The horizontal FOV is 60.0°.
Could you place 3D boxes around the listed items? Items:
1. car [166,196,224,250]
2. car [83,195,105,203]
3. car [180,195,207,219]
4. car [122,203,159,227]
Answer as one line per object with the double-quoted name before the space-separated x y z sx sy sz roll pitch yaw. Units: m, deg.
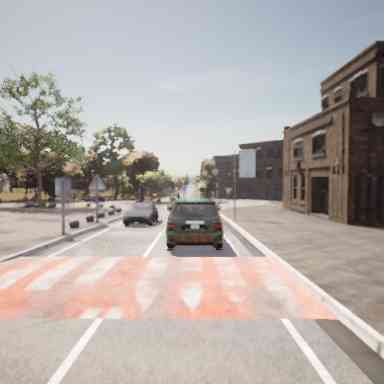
"car" 0.097 1.216 14.339 2.150 2.045 5.566 0 2 0
"car" -16.940 1.145 57.766 1.994 1.385 4.181 0 1 19
"car" 0.220 1.237 28.932 2.097 1.767 4.553 0 1 4
"car" -3.302 1.460 22.489 2.033 1.411 5.357 0 0 0
